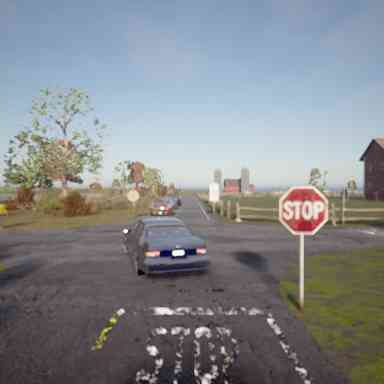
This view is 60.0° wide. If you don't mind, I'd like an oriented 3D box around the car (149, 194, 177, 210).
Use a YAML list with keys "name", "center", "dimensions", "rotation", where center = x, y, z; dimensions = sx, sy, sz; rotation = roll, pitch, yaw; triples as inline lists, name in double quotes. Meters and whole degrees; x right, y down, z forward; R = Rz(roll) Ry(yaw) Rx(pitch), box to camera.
- name: "car"
  center: [-2.845, 1.314, 32.171]
  dimensions: [2.097, 1.767, 4.553]
  rotation: [0, 0, 0]

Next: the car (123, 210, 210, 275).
- name: "car"
  center: [-1.052, 1.537, 10.537]
  dimensions: [2.033, 1.411, 5.357]
  rotation: [0, 0, -17]

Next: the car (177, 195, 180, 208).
- name: "car"
  center: [-2.838, 1.476, 42.222]
  dimensions: [1.812, 1.442, 4.674]
  rotation: [0, 0, 1]

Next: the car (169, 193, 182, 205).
- name: "car"
  center: [-2.827, 1.159, 52.521]
  dimensions: [2.150, 2.045, 5.566]
  rotation: [0, 0, 0]

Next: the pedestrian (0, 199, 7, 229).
- name: "pedestrian"
  center: [-12.157, 1.390, 21.127]
  dimensions: [0.375, 1.860, 0.375]
  rotation: [0, 1, 0]
